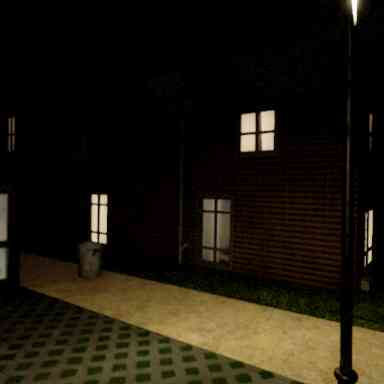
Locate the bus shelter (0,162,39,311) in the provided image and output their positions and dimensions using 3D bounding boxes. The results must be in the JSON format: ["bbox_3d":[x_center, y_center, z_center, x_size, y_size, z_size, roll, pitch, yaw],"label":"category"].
[{"bbox_3d":[-5.250,0.778,7.035,3.880,2.740,1.920,1,0,36],"label":"bus shelter"}]
